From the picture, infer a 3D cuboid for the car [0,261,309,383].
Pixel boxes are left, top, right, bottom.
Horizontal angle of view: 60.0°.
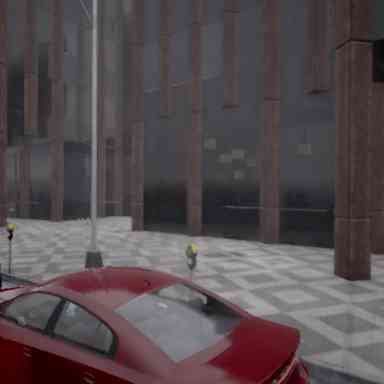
[{"bbox_3d":[-1.072,1.545,3.721,4.507,1.381,1.887,0,0,35],"label":"car"}]
